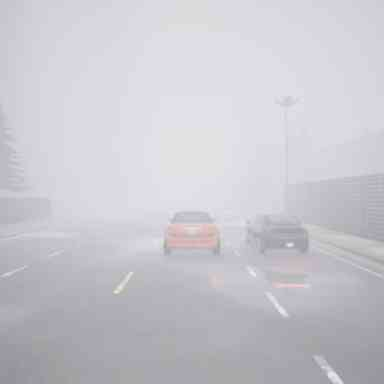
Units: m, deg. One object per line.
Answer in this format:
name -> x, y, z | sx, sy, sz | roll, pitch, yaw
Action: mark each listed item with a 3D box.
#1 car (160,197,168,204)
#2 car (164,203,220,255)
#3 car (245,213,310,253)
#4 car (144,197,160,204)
car -> -8.386, 2.232, 89.552 | 2.097, 1.767, 4.553 | 0, -1, -33
car -> 0.003, 1.489, 14.075 | 2.097, 1.767, 4.553 | 0, -1, 0
car -> 3.504, 1.649, 14.297 | 1.837, 1.490, 4.892 | 0, 0, 0
car -> -10.844, 2.206, 86.880 | 2.097, 1.767, 4.553 | 0, -1, -28
